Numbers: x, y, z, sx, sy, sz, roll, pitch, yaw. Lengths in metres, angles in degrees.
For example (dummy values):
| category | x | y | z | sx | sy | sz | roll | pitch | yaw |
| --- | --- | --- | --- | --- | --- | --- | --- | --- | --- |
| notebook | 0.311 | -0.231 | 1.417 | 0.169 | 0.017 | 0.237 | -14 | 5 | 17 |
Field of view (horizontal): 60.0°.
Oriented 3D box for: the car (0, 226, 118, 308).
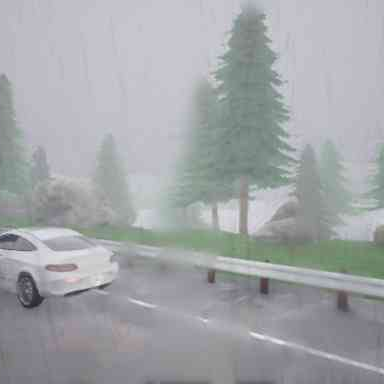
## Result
| category | x | y | z | sx | sy | sz | roll | pitch | yaw |
| --- | --- | --- | --- | --- | --- | --- | --- | --- | --- |
| car | -3.743 | 1.558 | 7.954 | 4.674 | 1.442 | 1.812 | 0 | 0 | 36 |
